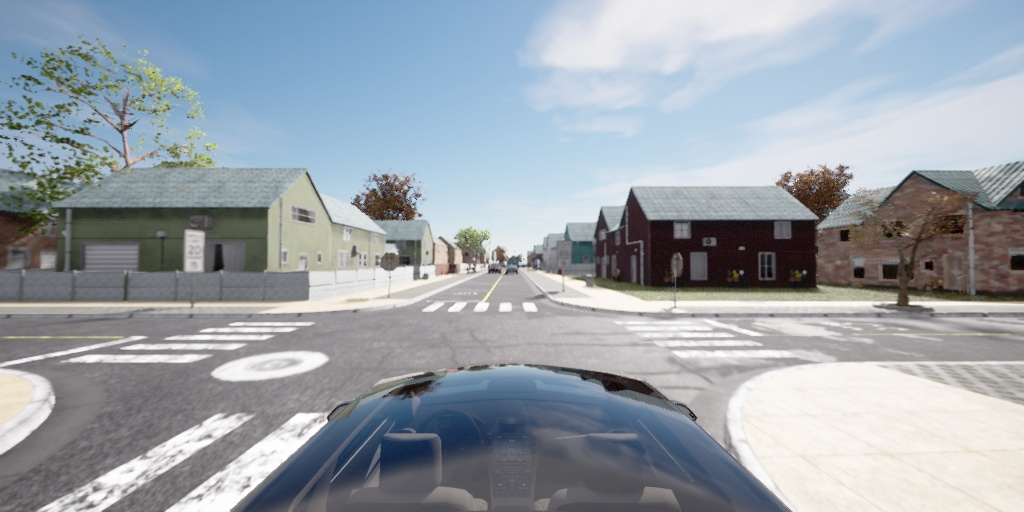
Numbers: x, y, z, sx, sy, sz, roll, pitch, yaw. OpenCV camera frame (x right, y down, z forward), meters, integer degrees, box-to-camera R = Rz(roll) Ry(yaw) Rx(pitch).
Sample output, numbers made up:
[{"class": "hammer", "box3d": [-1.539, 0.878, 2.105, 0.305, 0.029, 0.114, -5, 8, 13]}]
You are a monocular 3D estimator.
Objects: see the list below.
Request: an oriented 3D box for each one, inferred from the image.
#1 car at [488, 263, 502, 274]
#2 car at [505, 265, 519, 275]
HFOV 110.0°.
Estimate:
[{"class": "car", "box3d": [-2.749, 1.917, 57.610, 2.097, 1.767, 4.553, 0, -1, 0]}, {"class": "car", "box3d": [0.000, 2.006, 52.991, 1.812, 1.442, 4.674, 0, -1, 0]}]
